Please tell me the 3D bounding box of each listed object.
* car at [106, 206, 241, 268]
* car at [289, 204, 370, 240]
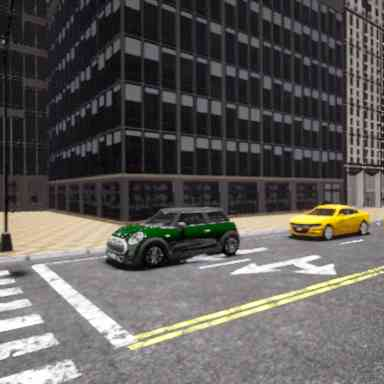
[{"bbox_3d":[-0.537,1.323,11.289,4.553,1.767,2.097,0,0,-36],"label":"car"},{"bbox_3d":[6.937,1.410,16.632,5.008,1.535,1.882,0,0,-35],"label":"car"}]
